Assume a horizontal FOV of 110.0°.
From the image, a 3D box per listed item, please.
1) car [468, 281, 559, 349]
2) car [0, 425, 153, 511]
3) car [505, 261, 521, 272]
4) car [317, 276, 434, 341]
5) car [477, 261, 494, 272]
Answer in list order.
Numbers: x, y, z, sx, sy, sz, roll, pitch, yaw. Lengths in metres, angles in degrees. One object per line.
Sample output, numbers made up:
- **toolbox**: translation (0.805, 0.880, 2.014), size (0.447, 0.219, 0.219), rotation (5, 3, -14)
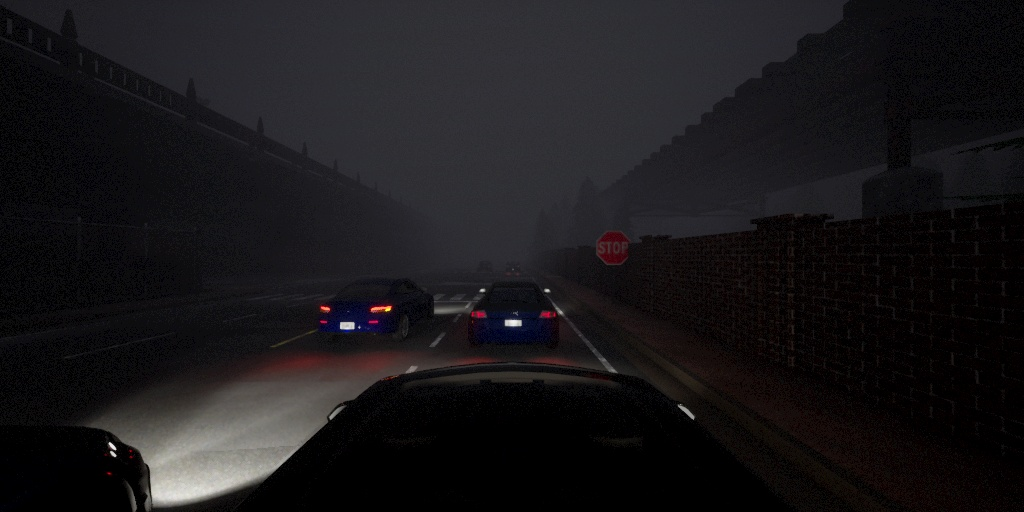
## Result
- **car**: translation (0.069, 1.314, 9.197), size (1.994, 1.385, 4.181), rotation (0, 0, 1)
- **car**: translation (-3.398, 1.314, 0.623), size (1.994, 1.385, 4.181), rotation (0, 0, 0)
- **car**: translation (0.094, 1.351, 46.016), size (1.895, 1.301, 4.718), rotation (0, 0, -1)
- **car**: translation (-3.413, 1.276, 9.719), size (1.812, 1.442, 4.674), rotation (0, 0, 0)
- **car**: translation (-3.401, 1.297, 45.854), size (2.033, 1.411, 5.357), rotation (0, 0, -1)
